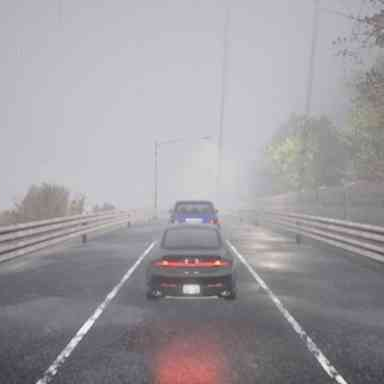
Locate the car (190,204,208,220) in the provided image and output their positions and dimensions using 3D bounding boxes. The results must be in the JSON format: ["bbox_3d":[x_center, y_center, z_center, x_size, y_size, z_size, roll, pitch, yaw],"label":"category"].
[{"bbox_3d":[0.861,2.677,44.483,2.150,2.045,5.566,0,-3,0],"label":"car"}]

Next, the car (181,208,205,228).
[{"bbox_3d":[0.118,2.102,27.709,1.812,1.442,4.674,0,-3,1],"label":"car"}]

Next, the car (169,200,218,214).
[{"bbox_3d":[0.083,1.371,15.572,2.150,2.045,5.566,0,-1,0],"label":"car"}]

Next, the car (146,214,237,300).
[{"bbox_3d":[-0.008,1.529,8.401,1.837,1.490,4.892,0,-1,0],"label":"car"}]
